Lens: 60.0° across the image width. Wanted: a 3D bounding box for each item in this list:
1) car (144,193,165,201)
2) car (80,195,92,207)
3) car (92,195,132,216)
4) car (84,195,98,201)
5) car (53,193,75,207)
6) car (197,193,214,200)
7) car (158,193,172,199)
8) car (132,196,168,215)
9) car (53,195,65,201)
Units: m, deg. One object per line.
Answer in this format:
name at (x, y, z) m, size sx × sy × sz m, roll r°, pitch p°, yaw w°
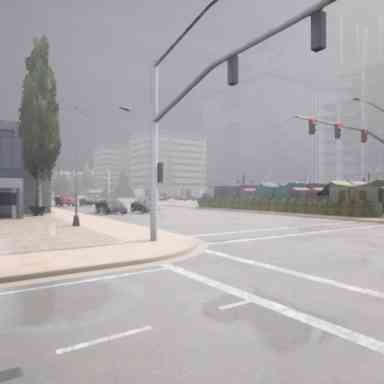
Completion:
car at (-9.105, 1.184, 81.149) m, size 4.605 × 1.855 × 1.932 m, roll 0°, pitch 0°, yaw -34°
car at (-16.568, 1.491, 53.270) m, size 1.882 × 1.535 × 5.008 m, roll 0°, pitch 0°, yaw -32°
car at (-8.108, 1.361, 33.319) m, size 2.097 × 1.767 × 4.553 m, roll 0°, pitch 0°, yaw -33°
car at (-23.383, 1.359, 76.819) m, size 1.837 × 1.490 × 4.892 m, roll 0°, pitch 0°, yaw -34°
car at (-19.891, 1.217, 51.984) m, size 2.150 × 2.045 × 5.566 m, roll 0°, pitch 0°, yaw -32°
car at (3.466, 1.187, 62.467) m, size 3.866 × 1.878 × 1.905 m, roll 0°, pitch 0°, yaw -34°
car at (-7.533, 1.187, 78.719) m, size 3.866 × 1.878 × 1.905 m, roll 0°, pitch 0°, yaw -34°
car at (-4.913, 1.504, 34.818) m, size 2.128 × 1.511 × 4.902 m, roll 0°, pitch 0°, yaw -32°
car at (-35.261, 1.495, 88.006) m, size 1.882 × 1.535 × 5.008 m, roll 0°, pitch 0°, yaw -35°
